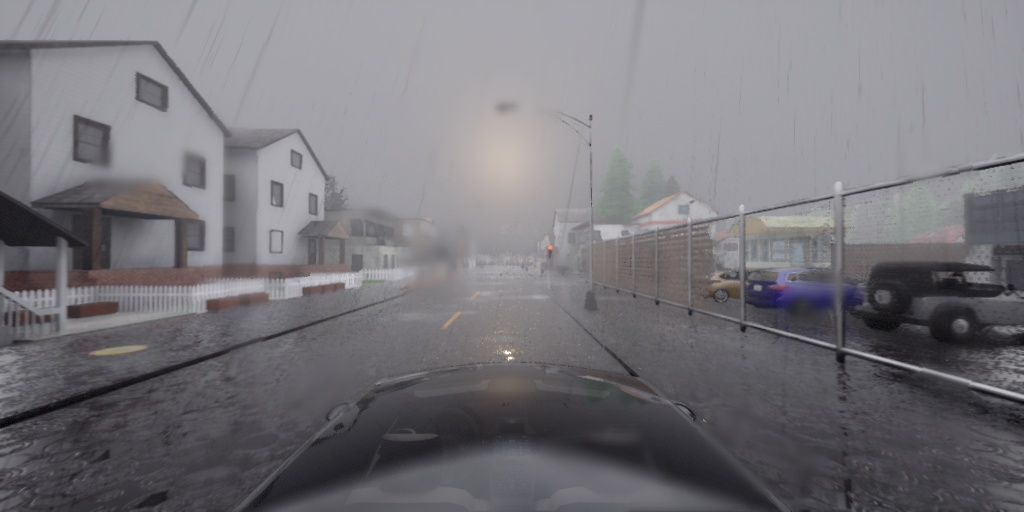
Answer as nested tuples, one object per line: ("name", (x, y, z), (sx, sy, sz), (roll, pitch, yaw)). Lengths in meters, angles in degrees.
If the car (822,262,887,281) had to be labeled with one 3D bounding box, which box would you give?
("car", (36.946, 1.692, 38.751), (4.674, 1.442, 1.812), (0, -1, 0))
